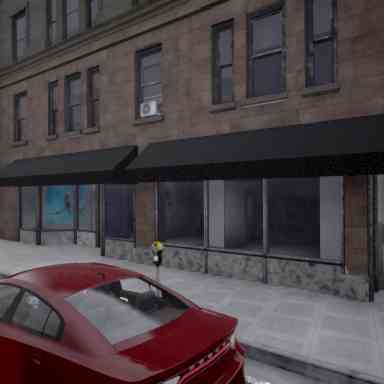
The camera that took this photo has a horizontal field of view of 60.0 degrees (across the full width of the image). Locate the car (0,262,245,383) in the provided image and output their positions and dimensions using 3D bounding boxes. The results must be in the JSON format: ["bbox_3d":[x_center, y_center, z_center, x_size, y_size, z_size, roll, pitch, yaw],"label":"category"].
[{"bbox_3d":[-1.591,1.545,3.983,4.507,1.381,1.887,0,0,35],"label":"car"}]
